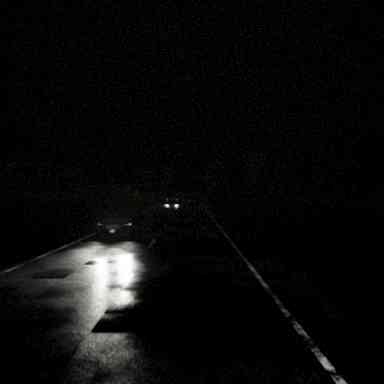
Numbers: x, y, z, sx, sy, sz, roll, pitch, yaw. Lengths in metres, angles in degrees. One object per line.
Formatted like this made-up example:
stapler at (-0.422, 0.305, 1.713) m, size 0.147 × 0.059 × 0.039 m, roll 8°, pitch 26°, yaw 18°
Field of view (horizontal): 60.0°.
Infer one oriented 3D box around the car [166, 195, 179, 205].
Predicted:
car at (-3.497, 1.332, 59.050) m, size 2.097 × 1.767 × 4.553 m, roll 0°, pitch 0°, yaw 1°

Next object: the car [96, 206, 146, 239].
car at (-3.587, 1.483, 17.415) m, size 2.128 × 1.511 × 4.902 m, roll 0°, pitch 0°, yaw 0°

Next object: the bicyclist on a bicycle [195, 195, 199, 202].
bicyclist on a bicycle at (1.011, 1.415, 71.812) m, size 0.866 × 1.612 × 1.509 m, roll 0°, pitch 0°, yaw 0°

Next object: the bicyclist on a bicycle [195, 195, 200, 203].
bicyclist on a bicycle at (0.994, 1.416, 62.611) m, size 0.866 × 1.612 × 1.509 m, roll 0°, pitch 0°, yaw 0°

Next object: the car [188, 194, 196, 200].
car at (0.062, 1.403, 84.414) m, size 1.812 × 1.442 × 4.674 m, roll 0°, pitch 0°, yaw 0°
